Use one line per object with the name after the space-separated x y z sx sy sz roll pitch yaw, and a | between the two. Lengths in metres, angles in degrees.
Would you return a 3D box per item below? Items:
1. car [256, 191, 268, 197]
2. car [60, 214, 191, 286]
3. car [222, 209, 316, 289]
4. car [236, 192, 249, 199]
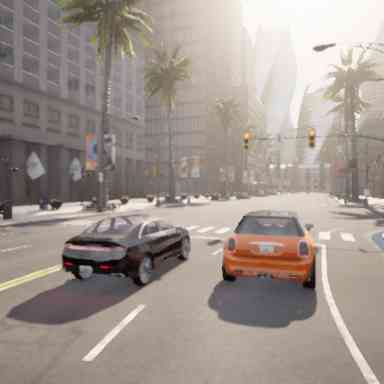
18.690 0.429 90.297 2.185 1.767 4.553 1 1 21 | car
-1.471 1.373 9.232 2.128 1.511 4.902 1 1 18 | car
2.265 1.257 9.310 2.097 1.767 4.553 1 1 17 | car
10.677 0.771 69.884 2.161 1.482 4.786 1 1 21 | car
